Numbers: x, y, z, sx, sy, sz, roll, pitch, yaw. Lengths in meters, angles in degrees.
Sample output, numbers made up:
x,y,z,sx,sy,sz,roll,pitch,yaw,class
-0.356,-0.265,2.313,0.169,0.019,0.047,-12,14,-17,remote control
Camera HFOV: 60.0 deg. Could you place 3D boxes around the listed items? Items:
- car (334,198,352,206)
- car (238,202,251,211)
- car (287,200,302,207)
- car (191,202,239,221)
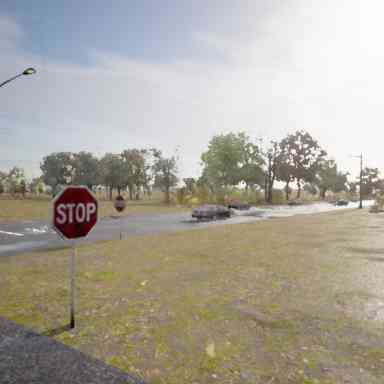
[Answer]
x,y,z,sx,sy,sz,roll,pitch,yaw,class
35.329,2.554,77.642,1.837,1.490,4.892,1,0,36,car
7.102,2.143,50.543,1.895,1.301,4.718,1,0,36,car
21.959,2.418,71.096,1.895,1.301,4.718,1,0,36,car
2.090,1.940,31.657,2.033,1.411,5.357,1,0,36,car
